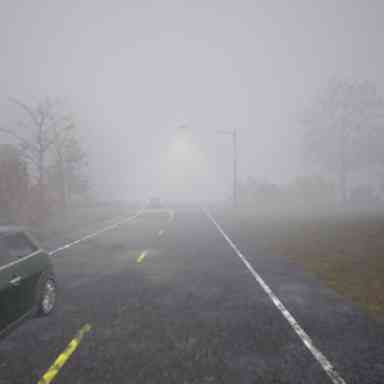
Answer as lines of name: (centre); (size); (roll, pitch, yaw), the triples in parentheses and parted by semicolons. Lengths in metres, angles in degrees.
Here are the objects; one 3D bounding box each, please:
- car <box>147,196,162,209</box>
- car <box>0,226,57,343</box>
car: (-5.178, 1.402, 45.954); (2.097, 1.767, 4.553); (0, 0, -7)
car: (-3.605, 1.362, 4.391); (2.097, 1.767, 4.553); (0, 0, 0)
